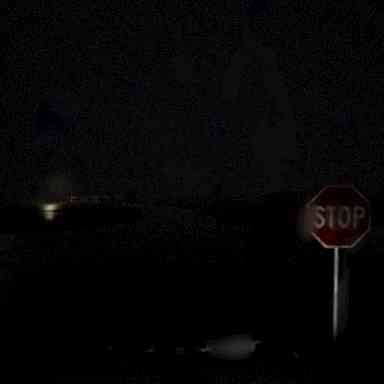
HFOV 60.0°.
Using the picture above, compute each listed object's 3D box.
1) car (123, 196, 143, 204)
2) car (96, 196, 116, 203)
[{"bbox_3d":[-10.718,1.456,60.115,1.882,1.535,5.008,-1,0,-37],"label":"car"},{"bbox_3d":[-17.592,1.568,67.978,4.718,1.301,1.895,-1,1,42],"label":"car"}]
